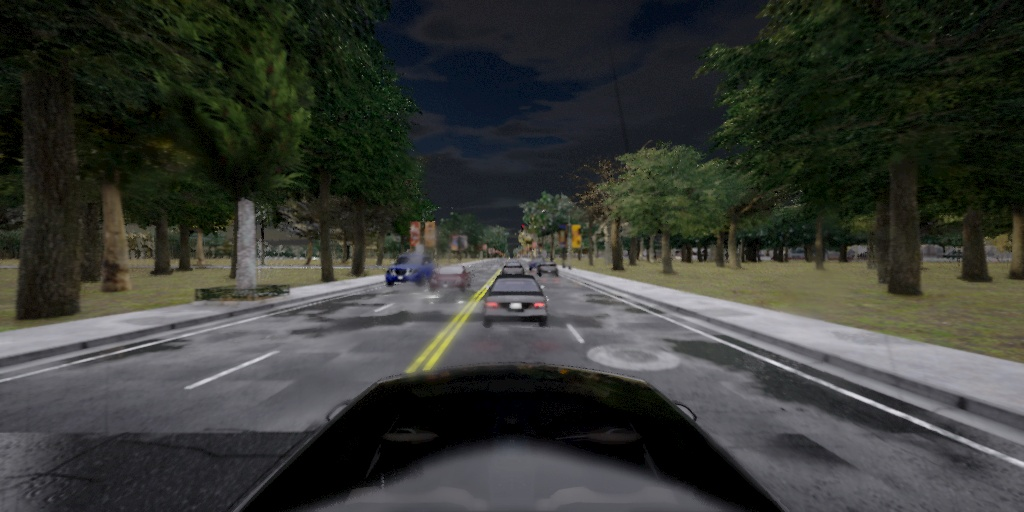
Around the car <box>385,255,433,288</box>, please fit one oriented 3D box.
[{"bbox_3d":[-6.602,0.927,23.983,2.150,2.045,5.566,0,0,0],"label":"car"}]

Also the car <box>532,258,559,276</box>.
[{"bbox_3d":[3.349,1.175,34.449,2.128,1.511,4.902,0,0,0],"label":"car"}]

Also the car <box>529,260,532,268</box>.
[{"bbox_3d":[3.310,1.015,47.429,2.097,1.767,4.553,0,0,0],"label":"car"}]

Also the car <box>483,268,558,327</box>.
[{"bbox_3d":[0.100,1.277,11.409,2.033,1.411,5.357,0,0,0],"label":"car"}]

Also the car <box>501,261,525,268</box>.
[{"bbox_3d":[0.099,1.184,30.325,2.128,1.511,4.902,0,0,0],"label":"car"}]

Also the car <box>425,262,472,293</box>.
[{"bbox_3d":[-3.351,1.237,20.410,1.812,1.442,4.674,0,0,0],"label":"car"}]
